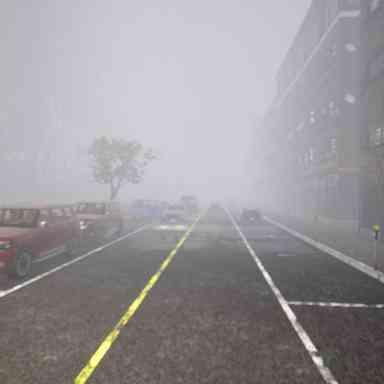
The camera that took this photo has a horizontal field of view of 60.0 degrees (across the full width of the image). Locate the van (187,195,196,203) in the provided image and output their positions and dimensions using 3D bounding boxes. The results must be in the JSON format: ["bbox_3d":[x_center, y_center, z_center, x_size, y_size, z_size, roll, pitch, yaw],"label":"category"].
[{"bbox_3d":[-0.116,1.603,77.652,1.690,1.788,3.998,1,0,4],"label":"van"}]

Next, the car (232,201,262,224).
[{"bbox_3d":[4.527,1.727,26.378,2.008,1.369,4.403,1,0,4],"label":"car"}]

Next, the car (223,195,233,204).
[{"bbox_3d":[8.244,1.700,77.062,2.192,1.841,5.009,1,0,4],"label":"car"}]

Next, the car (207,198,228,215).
[{"bbox_3d":[2.586,1.707,35.897,1.812,1.442,4.674,1,0,4],"label":"car"}]

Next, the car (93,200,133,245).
[{"bbox_3d":[-4.650,1.312,15.709,2.192,1.841,5.009,1,0,4],"label":"car"}]

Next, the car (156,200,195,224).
[{"bbox_3d":[-1.182,1.645,26.409,2.033,1.411,5.357,1,0,4],"label":"car"}]

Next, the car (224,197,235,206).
[{"bbox_3d":[7.416,1.784,65.800,1.967,1.590,4.097,1,0,4],"label":"car"}]

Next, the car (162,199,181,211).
[{"bbox_3d":[-2.607,1.654,43.695,1.752,1.417,4.829,1,0,4],"label":"car"}]

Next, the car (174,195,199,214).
[{"bbox_3d":[-0.362,1.364,37.550,2.150,2.045,5.566,1,0,4],"label":"car"}]

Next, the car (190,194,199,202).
[{"bbox_3d":[0.709,1.615,88.915,2.192,1.841,5.009,1,0,4],"label":"car"}]

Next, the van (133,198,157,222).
[{"bbox_3d":[-3.826,1.394,26.971,1.690,1.788,3.998,1,0,4],"label":"van"}]

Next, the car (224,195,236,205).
[{"bbox_3d":[7.004,1.762,60.170,1.967,1.590,4.097,1,0,4],"label":"car"}]

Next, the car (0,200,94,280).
[{"bbox_3d":[-5.062,1.283,10.077,2.192,1.841,5.009,1,0,4],"label":"car"}]

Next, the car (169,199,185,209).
[{"bbox_3d":[-2.183,1.735,49.496,1.802,1.307,4.206,1,0,4],"label":"car"}]
